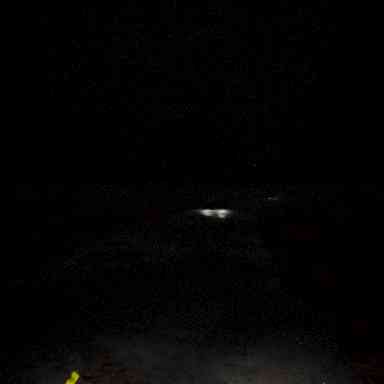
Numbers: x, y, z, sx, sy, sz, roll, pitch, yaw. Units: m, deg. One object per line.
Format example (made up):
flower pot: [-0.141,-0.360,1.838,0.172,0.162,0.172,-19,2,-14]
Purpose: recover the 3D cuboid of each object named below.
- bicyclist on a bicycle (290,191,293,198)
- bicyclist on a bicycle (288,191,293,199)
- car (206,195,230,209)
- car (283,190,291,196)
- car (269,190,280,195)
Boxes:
bicyclist on a bicycle: [23.782,0.508,79.379,0.582,1.620,1.656,1,1,17]
bicyclist on a bicycle: [20.791,0.654,70.762,0.582,1.620,1.656,1,1,21]
car: [3.007,1.080,37.562,1.882,1.535,5.008,1,1,18]
car: [25.604,0.282,89.836,2.033,1.411,5.357,1,1,11]
car: [18.762,0.413,76.060,2.033,1.411,5.357,1,1,21]
